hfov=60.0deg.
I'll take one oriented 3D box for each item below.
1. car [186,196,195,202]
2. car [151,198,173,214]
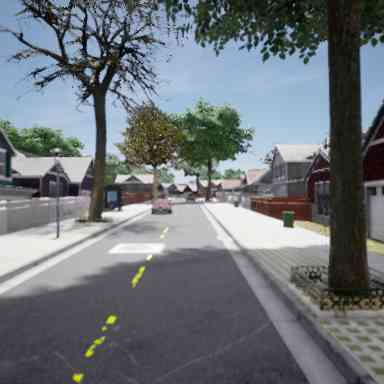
[{"bbox_3d":[-0.262,1.359,67.422,1.895,1.301,4.718,0,0,0],"label":"car"},{"bbox_3d":[-2.875,1.342,32.570,1.812,1.442,4.674,0,0,0],"label":"car"}]
